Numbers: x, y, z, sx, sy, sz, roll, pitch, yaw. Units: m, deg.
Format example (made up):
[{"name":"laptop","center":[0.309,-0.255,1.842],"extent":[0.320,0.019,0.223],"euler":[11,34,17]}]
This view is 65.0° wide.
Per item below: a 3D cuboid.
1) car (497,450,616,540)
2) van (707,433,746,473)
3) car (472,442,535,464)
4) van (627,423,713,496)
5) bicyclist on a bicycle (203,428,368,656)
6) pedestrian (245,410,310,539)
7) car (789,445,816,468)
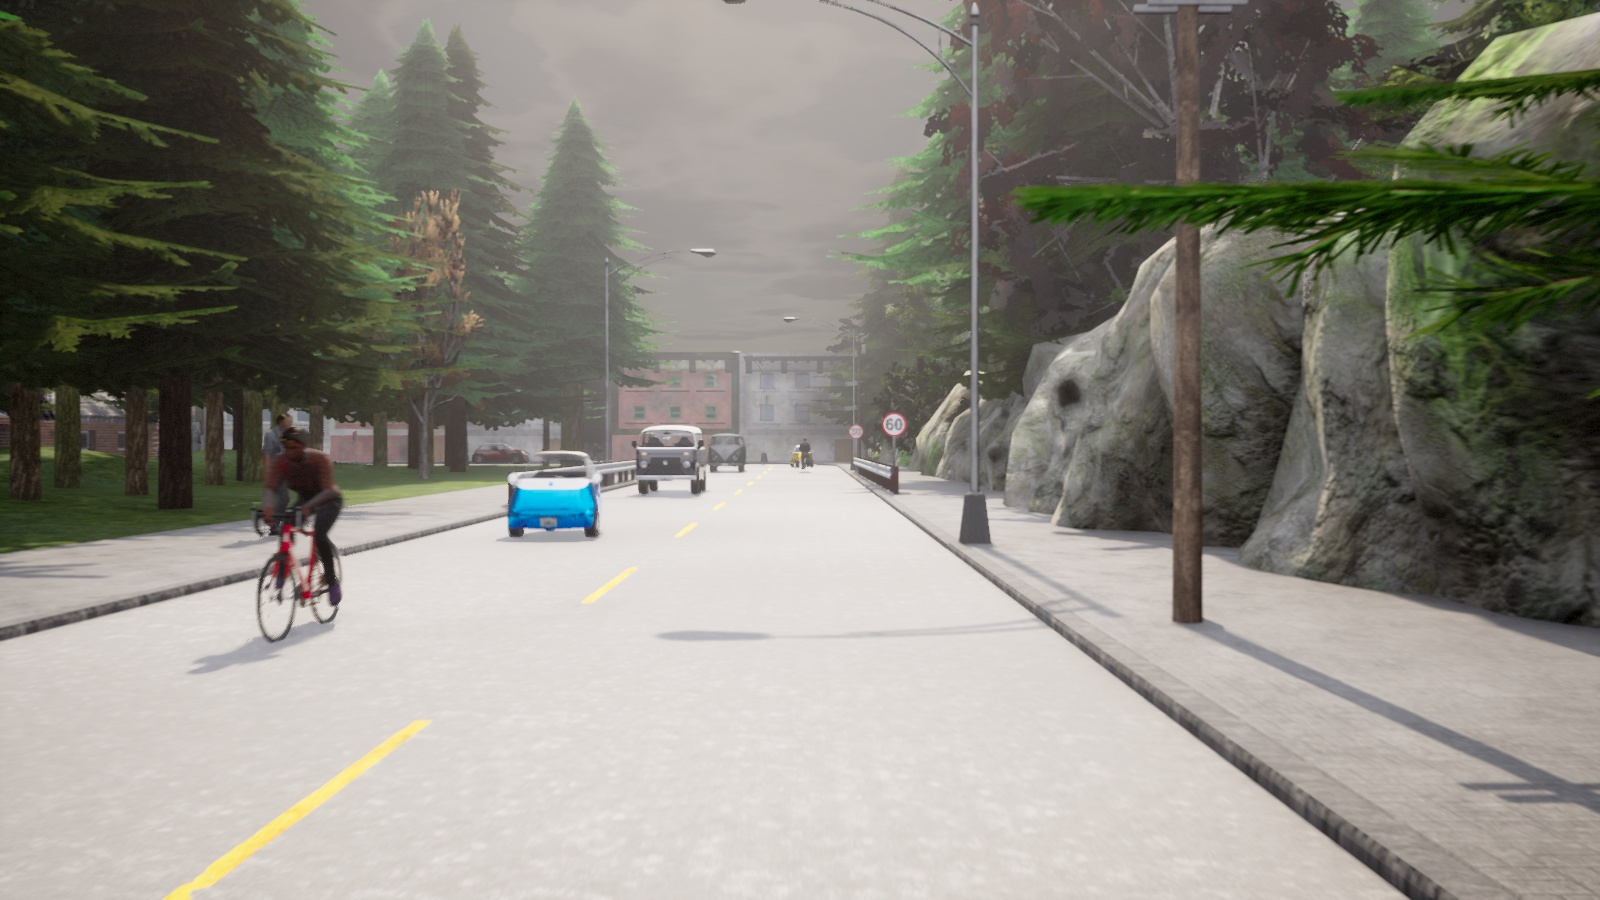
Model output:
[{"name":"car","center":[-3.869,0.684,20.214],"extent":[1.481,1.376,2.207],"euler":[0,0,0]},{"name":"van","center":[-3.749,0.131,64.734],"extent":[1.775,1.987,4.442],"euler":[0,0,0]},{"name":"car","center":[-20.140,0.215,85.275],"extent":[3.806,1.475,1.970],"euler":[0,0,0]},{"name":"van","center":[-3.790,0.259,37.261],"extent":[2.069,2.038,4.480],"euler":[0,0,0]},{"name":"bicyclist on a bicycle","center":[-3.929,0.641,9.715],"extent":[0.582,1.620,1.656],"euler":[0,1,0]},{"name":"pedestrian","center":[-7.629,0.347,18.350],"extent":[0.694,1.848,0.540],"euler":[0,0,22]},{"name":"car","center":[0.126,0.365,77.485],"extent":[1.481,1.376,2.207],"euler":[0,1,-4]}]
